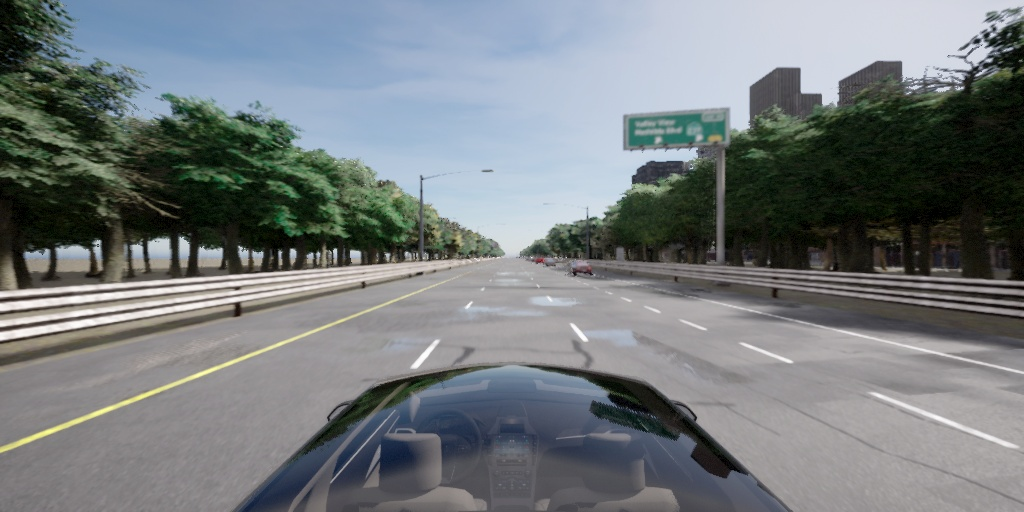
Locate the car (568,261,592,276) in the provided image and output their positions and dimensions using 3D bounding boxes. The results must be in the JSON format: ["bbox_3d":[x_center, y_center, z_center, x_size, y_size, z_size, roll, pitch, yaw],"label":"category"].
[{"bbox_3d":[7.012,1.282,37.152,1.812,1.442,4.674,0,0,0],"label":"car"}]
